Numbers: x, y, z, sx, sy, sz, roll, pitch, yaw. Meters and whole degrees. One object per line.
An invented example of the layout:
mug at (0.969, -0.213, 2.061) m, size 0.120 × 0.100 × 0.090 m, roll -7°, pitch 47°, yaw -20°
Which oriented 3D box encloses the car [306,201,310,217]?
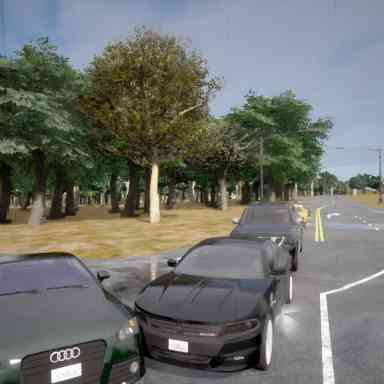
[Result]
car at (7.275, 1.662, 24.014) m, size 1.882 × 1.535 × 5.008 m, roll -1°, pitch 0°, yaw 21°

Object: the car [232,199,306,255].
car at (2.881, 1.459, 12.363) m, size 2.150 × 2.045 × 5.566 m, roll -2°, pitch 0°, yaw 21°

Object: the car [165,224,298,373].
car at (0.751, 1.612, 6.226) m, size 1.882 × 1.535 × 5.008 m, roll -1°, pitch -2°, yaw 21°

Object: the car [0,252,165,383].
car at (-2.297, 1.642, 4.933) m, size 1.994 × 1.385 × 4.181 m, roll 1°, pitch -2°, yaw -33°

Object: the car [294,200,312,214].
car at (13.382, 1.745, 40.094) m, size 1.812 × 1.442 × 4.674 m, roll -1°, pitch 0°, yaw 21°

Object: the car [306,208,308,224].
car at (5.117, 1.773, 18.263) m, size 1.895 × 1.301 × 4.718 m, roll -1°, pitch 0°, yaw 21°

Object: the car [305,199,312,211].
car at (11.378, 1.561, 34.887) m, size 2.097 × 1.767 × 4.553 m, roll -1°, pitch 0°, yaw 21°

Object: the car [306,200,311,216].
car at (9.342, 1.723, 29.515) m, size 1.812 × 1.442 × 4.674 m, roll -1°, pitch 0°, yaw 21°
